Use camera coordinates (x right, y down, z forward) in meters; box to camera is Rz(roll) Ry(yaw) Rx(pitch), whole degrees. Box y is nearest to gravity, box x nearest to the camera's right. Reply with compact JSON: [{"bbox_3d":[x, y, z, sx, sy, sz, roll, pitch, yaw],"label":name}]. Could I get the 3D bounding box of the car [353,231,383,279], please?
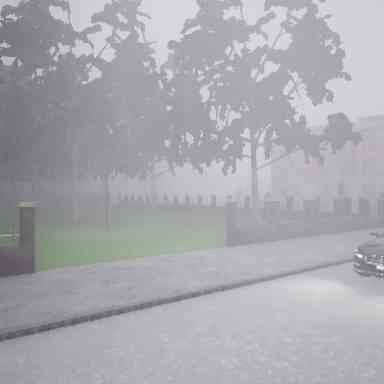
[{"bbox_3d":[6.334,1.506,9.079,4.892,1.490,1.837,0,0,-35],"label":"car"}]
